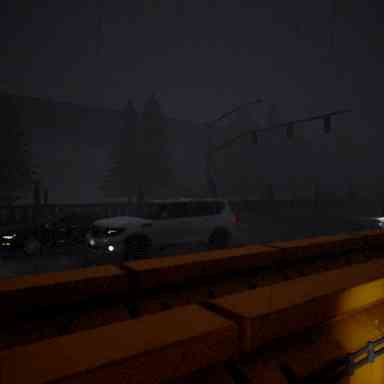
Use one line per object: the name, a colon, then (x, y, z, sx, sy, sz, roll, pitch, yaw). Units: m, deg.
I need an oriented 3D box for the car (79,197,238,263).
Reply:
car: (-0.851, 1.223, 11.970, 5.566, 2.045, 2.150, 0, 0, -35)

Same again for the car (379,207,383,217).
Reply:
car: (18.790, 1.564, 30.229, 4.181, 1.385, 1.994, 0, 0, -35)

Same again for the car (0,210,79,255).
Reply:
car: (-4.970, 1.506, 13.338, 4.892, 1.490, 1.837, 1, 0, -35)
